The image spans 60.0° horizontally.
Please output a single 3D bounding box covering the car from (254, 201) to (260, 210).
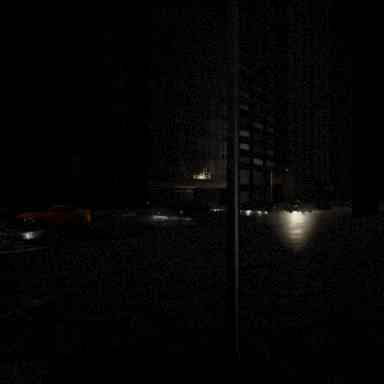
[{"bbox_3d":[11.968,2.125,51.498,2.128,1.511,4.902,0,-1,36],"label":"car"}]

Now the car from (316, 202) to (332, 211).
[{"bbox_3d":[20.273,2.239,51.838,2.033,1.411,5.357,0,-1,36],"label":"car"}]

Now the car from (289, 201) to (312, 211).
[{"bbox_3d":[17.650,2.187,53.758,2.128,1.511,4.902,0,-1,36],"label":"car"}]

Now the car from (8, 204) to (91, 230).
[{"bbox_3d":[-9.305,1.624,22.577,1.882,1.535,5.008,0,-1,36],"label":"car"}]

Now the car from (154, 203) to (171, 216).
[{"bbox_3d":[-1.999,1.924,38.080,2.033,1.411,5.357,0,-1,36],"label":"car"}]

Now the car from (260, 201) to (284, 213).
[{"bbox_3d":[11.797,2.109,45.680,2.033,1.411,5.357,0,-1,37],"label":"car"}]

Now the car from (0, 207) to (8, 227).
[{"bbox_3d":[-12.379,1.646,23.917,1.837,1.490,4.892,0,-1,37],"label":"car"}]

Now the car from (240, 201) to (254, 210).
[{"bbox_3d":[9.452,2.134,53.561,1.882,1.535,5.008,0,-1,36],"label":"car"}]

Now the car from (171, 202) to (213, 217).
[{"bbox_3d":[0.373,1.859,35.811,2.128,1.511,4.902,0,-1,36],"label":"car"}]

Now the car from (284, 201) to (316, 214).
[{"bbox_3d":[14.194,2.057,43.452,1.837,1.490,4.892,0,-1,37],"label":"car"}]
